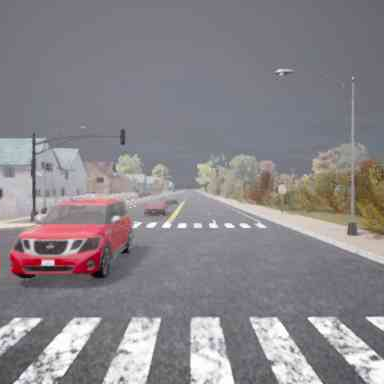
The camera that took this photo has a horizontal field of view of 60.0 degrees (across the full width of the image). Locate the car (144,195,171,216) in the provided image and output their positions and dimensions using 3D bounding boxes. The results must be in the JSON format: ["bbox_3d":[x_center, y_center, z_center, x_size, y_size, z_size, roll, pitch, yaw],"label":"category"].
[{"bbox_3d":[-3.254,1.377,30.856,1.882,1.535,5.008,0,2,0],"label":"car"}]

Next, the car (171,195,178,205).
[{"bbox_3d":[-3.261,1.234,52.926,1.882,1.535,5.008,0,1,0],"label":"car"}]

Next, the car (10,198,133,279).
[{"bbox_3d":[-3.252,1.232,10.277,2.150,2.045,5.566,0,0,0],"label":"car"}]
